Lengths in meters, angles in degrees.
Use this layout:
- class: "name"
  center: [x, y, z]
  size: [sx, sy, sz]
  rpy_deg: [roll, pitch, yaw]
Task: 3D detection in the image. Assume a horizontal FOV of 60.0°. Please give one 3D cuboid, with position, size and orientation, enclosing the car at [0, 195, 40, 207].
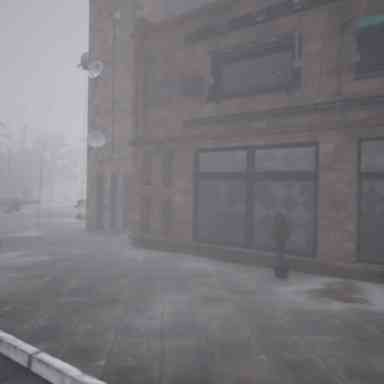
- class: "car"
  center: [-19.480, 1.025, 37.111]
  size: [1.895, 1.301, 4.718]
  rpy_deg: [2, 0, 30]

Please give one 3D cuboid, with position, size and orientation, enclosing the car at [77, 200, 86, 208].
- class: "car"
  center: [-11.920, 1.449, 42.004]
  size: [1.895, 1.301, 4.718]
  rpy_deg: [2, -3, 40]
